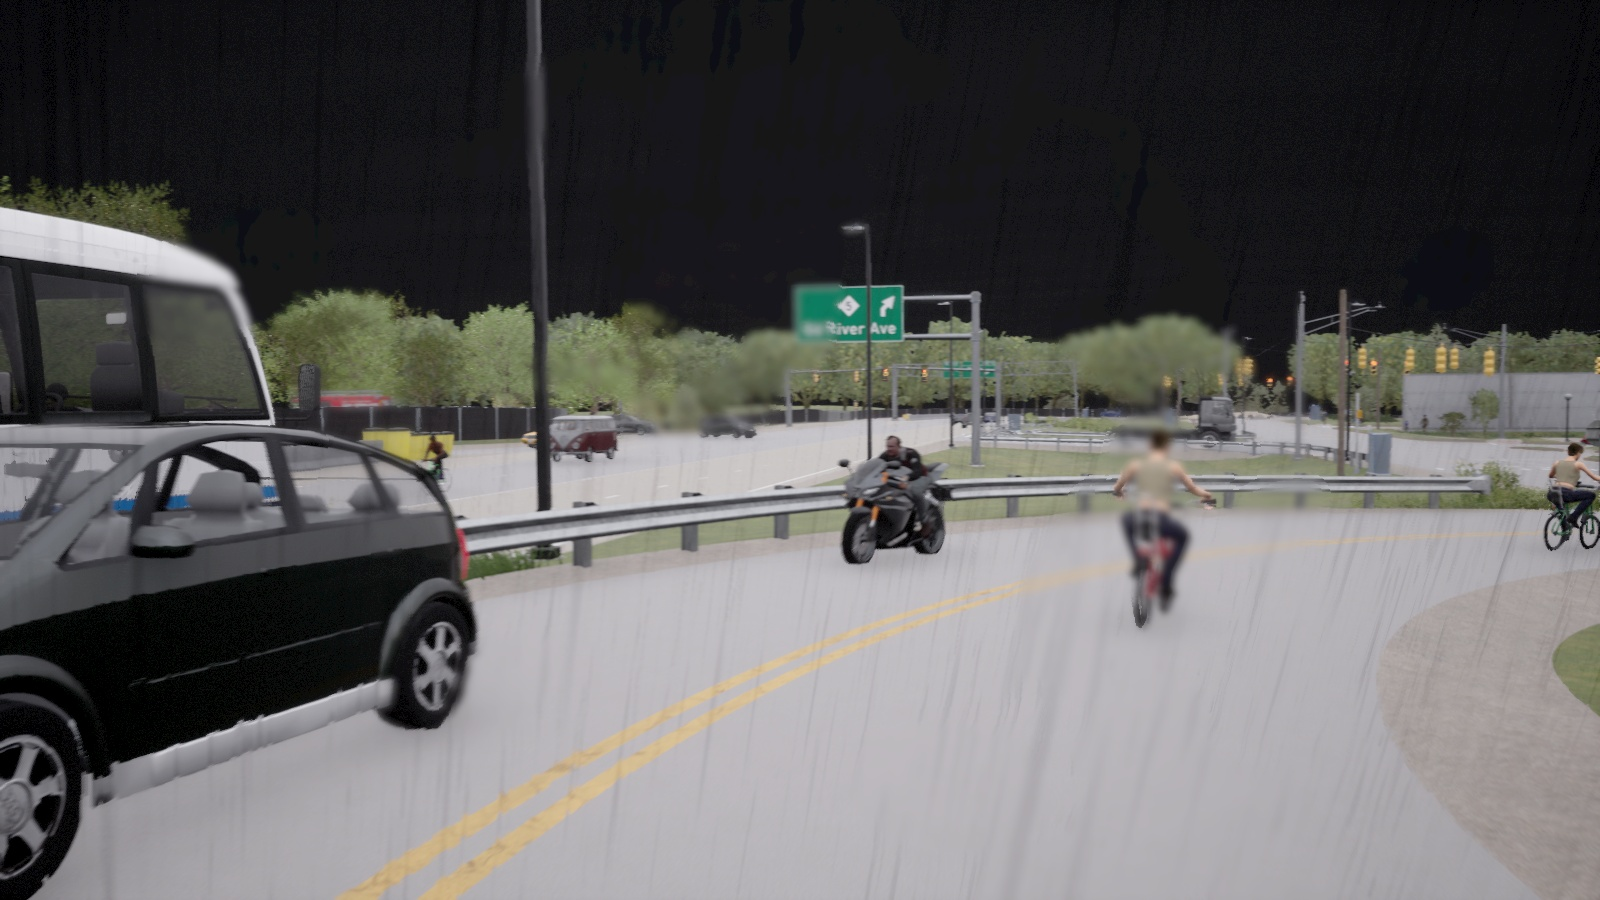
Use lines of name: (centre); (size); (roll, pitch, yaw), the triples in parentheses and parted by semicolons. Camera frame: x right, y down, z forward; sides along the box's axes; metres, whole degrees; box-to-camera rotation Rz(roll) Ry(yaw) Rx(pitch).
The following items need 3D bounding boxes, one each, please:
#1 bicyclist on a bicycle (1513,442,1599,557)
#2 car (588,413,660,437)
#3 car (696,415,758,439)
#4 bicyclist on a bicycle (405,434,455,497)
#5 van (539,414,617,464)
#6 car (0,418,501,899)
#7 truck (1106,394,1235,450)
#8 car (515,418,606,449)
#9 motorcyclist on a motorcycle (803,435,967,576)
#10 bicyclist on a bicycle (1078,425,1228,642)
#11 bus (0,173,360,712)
bicyclist on a bicycle: (11.529, 0.717, 18.695); (1.509, 1.612, 0.866); (1, 3, -30)
car: (-13.171, -1.864, 94.068); (4.856, 1.649, 2.033); (1, 2, 12)
car: (-5.086, -1.612, 87.550); (3.988, 1.617, 1.851); (1, 2, 31)
bicyclist on a bicycle: (-10.171, 0.406, 34.585); (0.582, 1.620, 1.656); (0, 2, 12)
van: (-9.518, -0.517, 54.192); (1.775, 1.987, 4.442); (0, 2, 12)
car: (-2.950, 0.660, 5.218); (1.789, 1.549, 3.705); (0, 1, 15)
truck: (24.197, -1.861, 82.432); (7.936, 3.462, 2.891); (1, 2, 13)
car: (-13.034, -0.910, 68.646); (1.801, 1.575, 5.366); (1, 2, 30)
motorcyclist on a motorcycle: (1.053, 0.604, 14.933); (0.866, 1.530, 2.191); (2, 2, 36)
bicyclist on a bicycle: (2.936, 0.626, 10.344); (0.866, 1.612, 1.509); (3, 1, 27)
bus: (-8.257, -0.058, 10.260); (3.944, 4.253, 10.273); (0, 2, 12)
